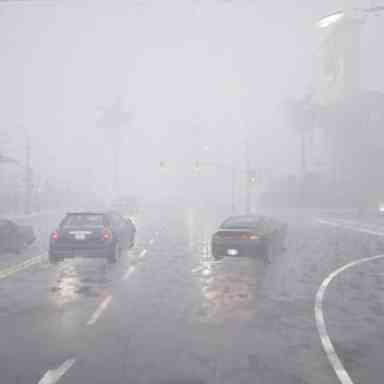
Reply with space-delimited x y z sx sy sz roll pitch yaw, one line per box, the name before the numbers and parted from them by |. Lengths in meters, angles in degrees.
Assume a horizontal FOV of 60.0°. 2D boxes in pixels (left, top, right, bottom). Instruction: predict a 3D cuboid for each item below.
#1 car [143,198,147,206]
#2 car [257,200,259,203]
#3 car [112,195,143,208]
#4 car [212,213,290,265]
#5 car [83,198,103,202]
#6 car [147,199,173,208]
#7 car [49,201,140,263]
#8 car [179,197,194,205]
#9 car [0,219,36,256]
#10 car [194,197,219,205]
car | -7.887 1.700 51.337 1.812 1.442 4.674 0 0 19
car | 15.988 1.794 70.867 4.181 1.385 1.994 0 0 -32
car | -6.955 1.340 34.876 2.150 2.045 5.566 0 0 2
car | 2.262 1.547 12.105 1.837 1.490 4.892 -2 -1 26
car | -10.401 1.469 34.448 2.097 1.767 4.553 0 0 2
car | -4.572 1.772 50.375 1.895 1.301 4.718 0 0 19
car | -3.407 1.394 12.245 2.097 1.767 4.553 0 0 0
car | -0.621 1.714 65.256 2.128 1.511 4.902 0 0 36
car | -7.106 1.585 10.867 2.033 1.411 5.357 0 0 0
car | 3.300 1.712 64.567 2.128 1.511 4.902 0 0 40
